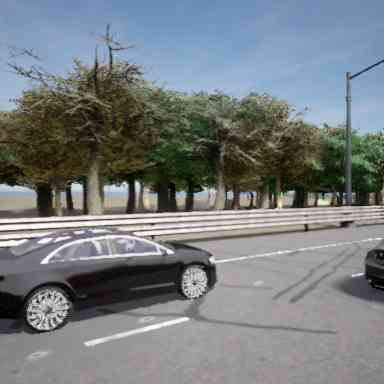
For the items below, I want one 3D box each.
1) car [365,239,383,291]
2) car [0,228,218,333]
[{"bbox_3d":[6.029,1.556,7.915,4.892,1.490,1.837,0,0,-35],"label":"car"},{"bbox_3d":[-1.659,1.499,6.819,4.902,1.511,2.128,0,0,-35],"label":"car"}]
